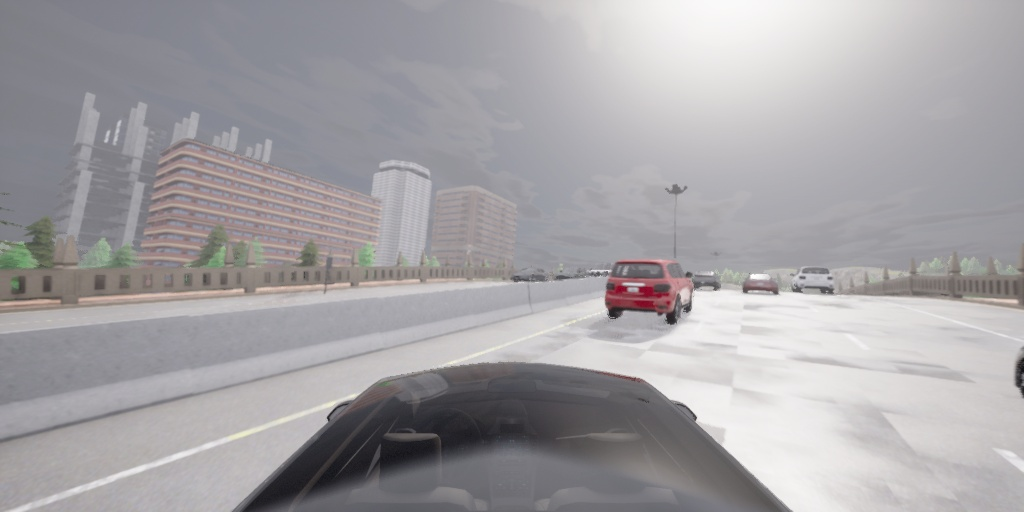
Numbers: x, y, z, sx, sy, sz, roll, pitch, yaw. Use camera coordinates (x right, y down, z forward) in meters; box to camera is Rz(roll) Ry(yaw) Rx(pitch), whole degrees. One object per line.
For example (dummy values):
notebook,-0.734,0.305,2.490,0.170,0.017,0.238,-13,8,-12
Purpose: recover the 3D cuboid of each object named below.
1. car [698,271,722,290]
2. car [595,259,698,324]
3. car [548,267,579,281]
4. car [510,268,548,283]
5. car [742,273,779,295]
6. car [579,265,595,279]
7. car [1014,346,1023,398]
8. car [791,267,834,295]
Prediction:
car,15.772,1.987,29.134,2.128,1.511,4.902,0,-4,34
car,5.162,1.147,13.124,2.150,2.045,5.566,0,-1,34
car,5.592,1.765,33.119,2.097,1.767,4.553,0,-3,34
car,1.747,1.844,33.659,1.837,1.490,4.892,0,-3,34
car,17.056,1.873,24.732,1.994,1.385,4.181,0,-3,33
car,8.021,1.567,30.457,2.150,2.045,5.566,0,-3,34
car,6.879,1.296,3.041,1.837,1.490,4.892,0,-1,34
car,23.655,1.953,28.361,2.150,2.045,5.566,0,-4,33
